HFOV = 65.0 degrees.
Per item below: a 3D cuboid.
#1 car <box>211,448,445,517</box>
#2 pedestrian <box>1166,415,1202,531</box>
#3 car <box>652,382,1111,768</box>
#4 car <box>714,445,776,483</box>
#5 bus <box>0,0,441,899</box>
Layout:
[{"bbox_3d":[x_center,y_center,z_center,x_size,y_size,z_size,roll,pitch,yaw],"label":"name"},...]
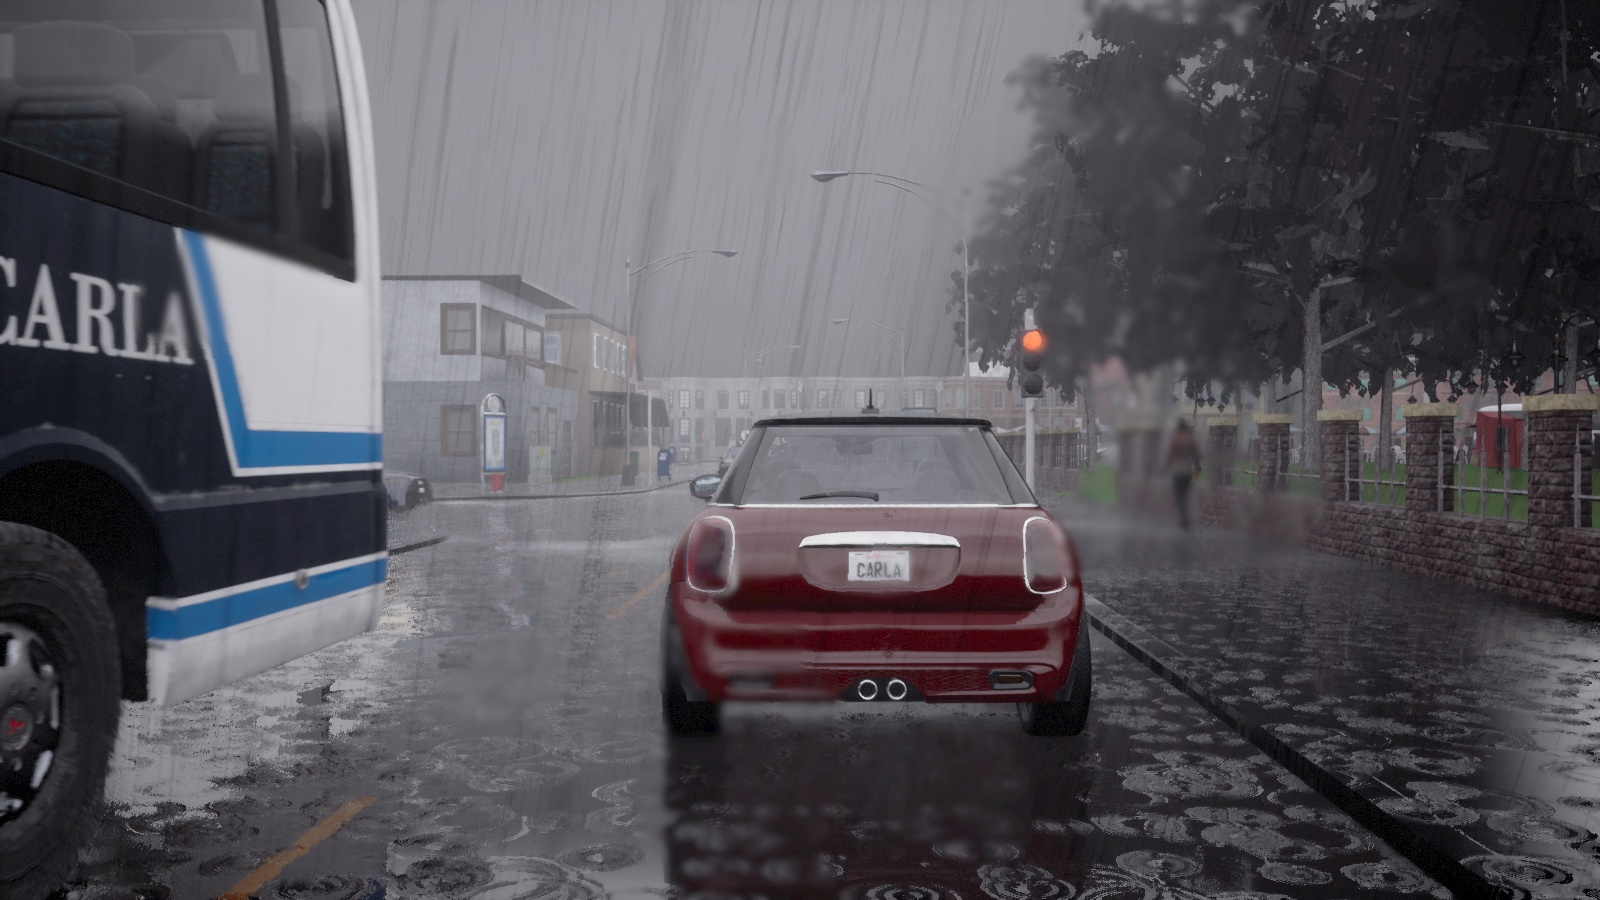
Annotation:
[{"bbox_3d":[-9.871,0.653,26.507,4.181,1.385,1.994,0,0,2],"label":"car"},{"bbox_3d":[6.103,0.348,19.959,0.328,1.805,0.869,0,0,2],"label":"pedestrian"},{"bbox_3d":[0.361,0.560,8.016,2.097,1.767,4.553,0,0,0],"label":"car"},{"bbox_3d":[-2.120,0.509,50.148,2.033,1.411,5.357,0,0,2],"label":"car"},{"bbox_3d":[-3.991,-0.640,1.201,3.944,4.253,10.273,0,0,3],"label":"bus"}]
